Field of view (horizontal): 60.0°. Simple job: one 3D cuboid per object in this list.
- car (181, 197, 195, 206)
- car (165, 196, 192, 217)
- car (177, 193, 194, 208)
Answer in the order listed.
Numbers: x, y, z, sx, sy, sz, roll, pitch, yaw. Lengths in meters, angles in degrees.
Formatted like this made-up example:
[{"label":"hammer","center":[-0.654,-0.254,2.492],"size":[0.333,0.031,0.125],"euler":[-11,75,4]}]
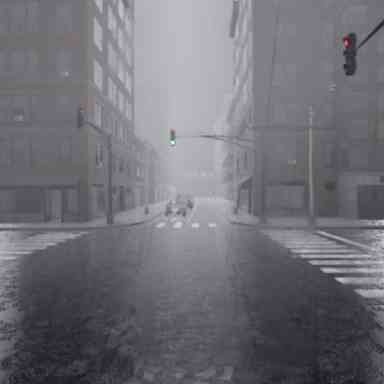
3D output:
[{"label":"car","center":[-0.626,1.558,55.342],"size":[1.994,1.385,4.181],"euler":[0,0,2]},{"label":"car","center":[-1.425,1.476,31.579],"size":[2.128,1.511,4.902],"euler":[0,0,2]},{"label":"car","center":[-1.019,1.211,43.626],"size":[2.150,2.045,5.566],"euler":[0,0,2]}]
